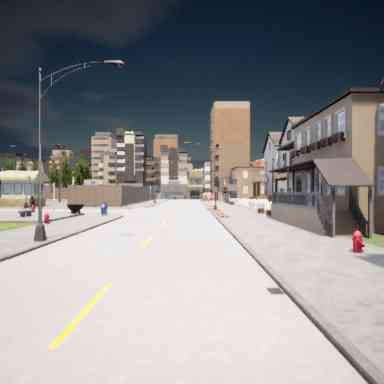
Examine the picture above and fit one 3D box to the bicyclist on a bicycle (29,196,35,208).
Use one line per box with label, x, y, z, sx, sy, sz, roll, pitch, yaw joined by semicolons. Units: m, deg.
bicyclist on a bicycle;-21.742;1.324;45.346;0.582;1.620;1.656;0;0;0
